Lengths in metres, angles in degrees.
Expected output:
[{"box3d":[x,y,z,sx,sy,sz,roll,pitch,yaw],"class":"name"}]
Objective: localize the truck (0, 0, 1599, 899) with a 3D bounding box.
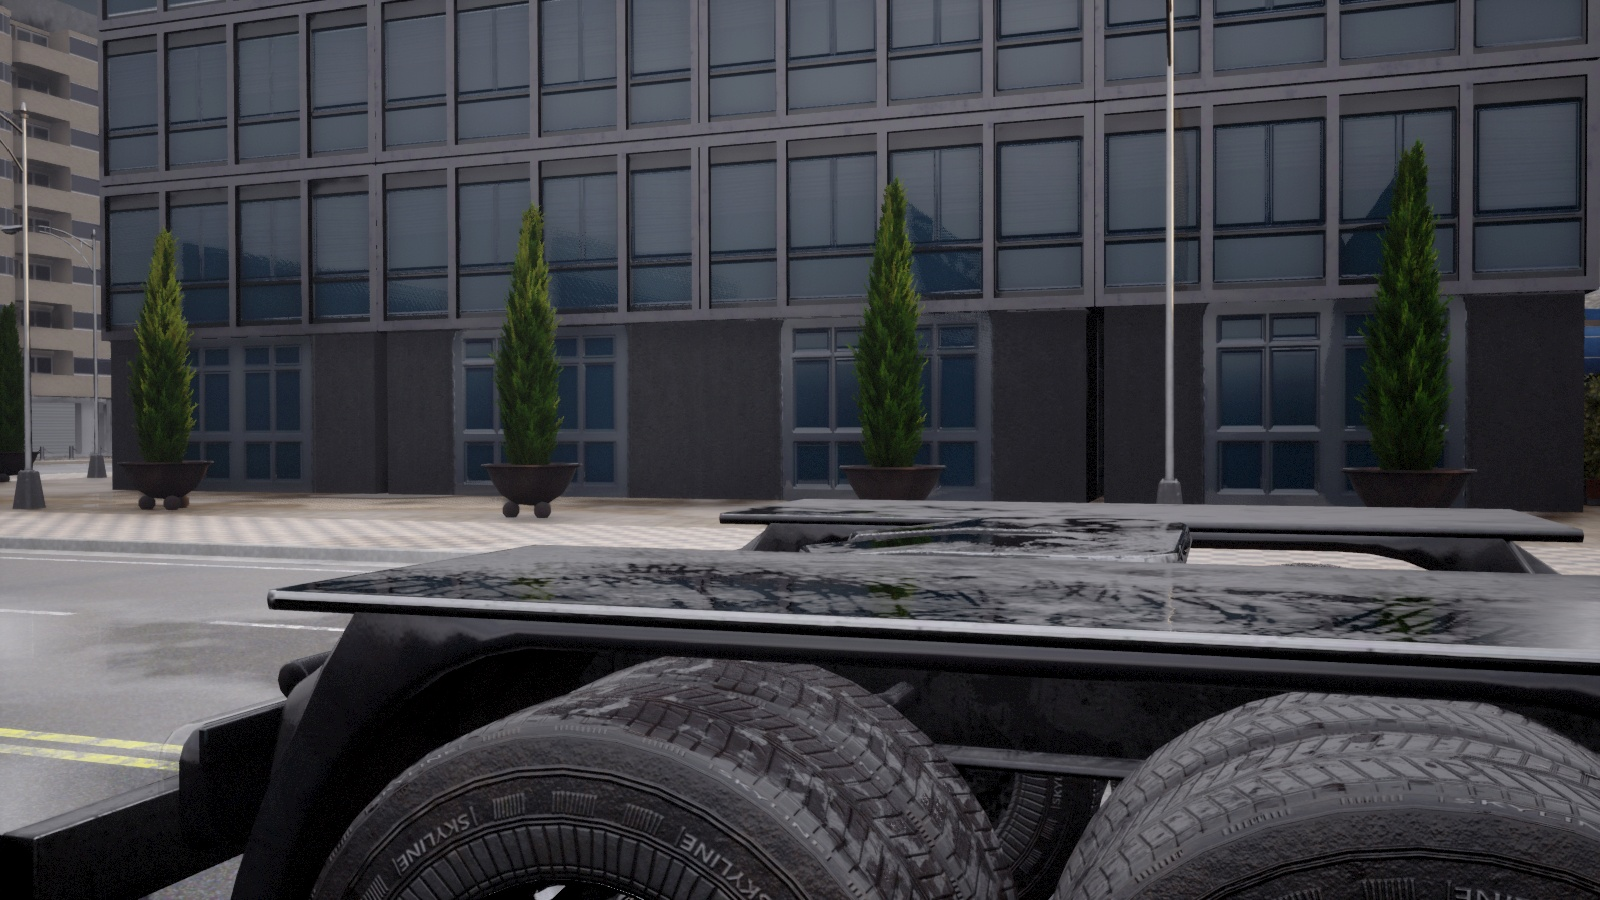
[{"box3d":[2.642,-0.182,2.289,7.936,3.462,2.891,1,1,19],"class":"truck"}]
